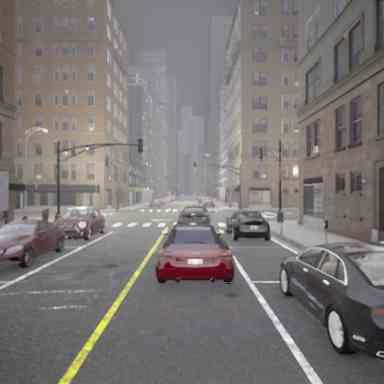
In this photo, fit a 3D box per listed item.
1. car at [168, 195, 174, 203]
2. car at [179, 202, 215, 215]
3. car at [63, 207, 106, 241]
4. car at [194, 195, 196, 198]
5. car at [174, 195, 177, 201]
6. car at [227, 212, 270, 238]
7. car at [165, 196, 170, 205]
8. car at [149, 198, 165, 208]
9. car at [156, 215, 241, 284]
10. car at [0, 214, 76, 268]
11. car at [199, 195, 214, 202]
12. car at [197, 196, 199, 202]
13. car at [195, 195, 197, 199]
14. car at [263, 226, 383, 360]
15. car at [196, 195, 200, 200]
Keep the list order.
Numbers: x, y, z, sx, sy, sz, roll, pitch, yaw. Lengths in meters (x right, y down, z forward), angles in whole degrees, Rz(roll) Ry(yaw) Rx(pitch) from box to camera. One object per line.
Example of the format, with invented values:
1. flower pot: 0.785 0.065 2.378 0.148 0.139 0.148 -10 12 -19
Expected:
1. car: -5.995 1.970 80.881 1.752 1.417 4.829 0 0 0
2. car: 0.241 1.593 20.246 1.837 1.490 4.892 0 0 5
3. car: -5.752 1.513 16.907 1.967 1.590 4.097 0 0 0
4. car: 2.492 1.848 91.903 2.192 1.841 5.009 0 -1 0
5. car: -6.032 1.848 91.869 2.192 1.841 5.009 0 0 0
6. car: 2.773 1.639 16.950 1.947 1.339 4.313 0 0 0
7. car: -5.942 1.883 64.826 2.008 1.369 4.403 0 0 0
8. car: -5.907 1.848 54.009 1.802 1.307 4.206 0 0 0
9. car: 0.040 1.606 9.785 1.994 1.385 4.181 0 0 -1
10. car: -5.724 1.631 11.405 1.802 1.307 4.206 0 0 0
11. car: 2.618 1.706 54.040 1.967 1.590 4.097 0 0 0
12. car: 2.583 1.883 64.857 2.008 1.369 4.403 0 0 0
13. car: 2.511 1.928 86.493 1.967 1.590 4.097 0 0 0
14. car: 2.829 1.576 5.948 2.008 1.369 4.403 0 0 0
15. car: 2.547 1.846 75.675 1.967 1.590 4.097 0 0 0
